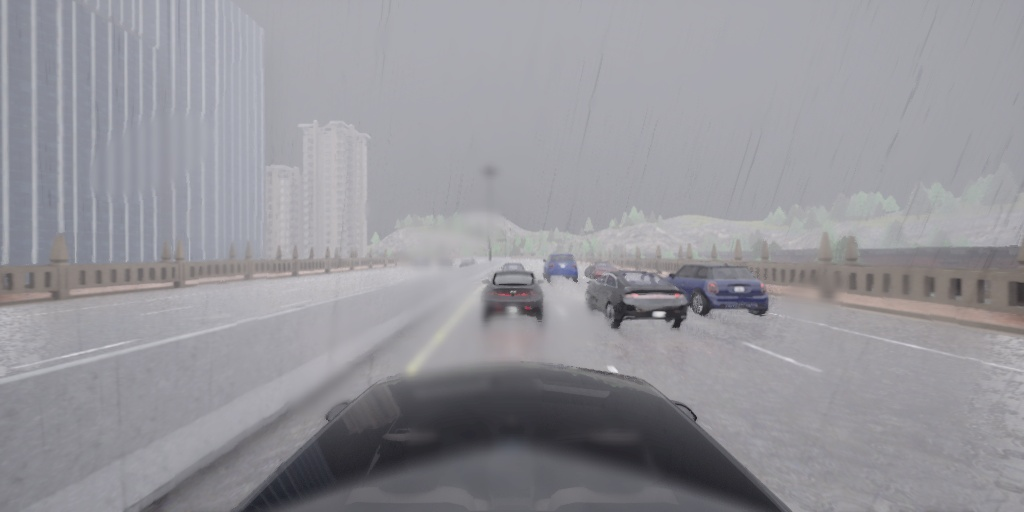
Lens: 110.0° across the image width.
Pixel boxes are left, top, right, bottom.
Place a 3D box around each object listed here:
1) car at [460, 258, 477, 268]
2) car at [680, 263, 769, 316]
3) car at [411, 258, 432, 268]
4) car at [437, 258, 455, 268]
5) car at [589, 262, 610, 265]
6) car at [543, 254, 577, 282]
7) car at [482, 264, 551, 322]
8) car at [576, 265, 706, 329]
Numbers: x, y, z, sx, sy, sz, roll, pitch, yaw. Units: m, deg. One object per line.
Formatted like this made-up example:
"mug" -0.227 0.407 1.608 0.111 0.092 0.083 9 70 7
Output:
"car" -6.315 1.009 53.150 1.812 1.442 4.674 0 0 2
"car" 7.072 1.042 13.253 2.097 1.767 4.553 0 0 0
"car" -13.311 1.008 53.283 1.812 1.442 4.674 0 0 2
"car" -9.811 1.046 53.351 1.994 1.385 4.181 0 0 2
"car" 7.192 1.172 29.230 1.994 1.385 4.181 0 0 1
"car" 3.645 0.841 27.406 2.150 2.045 5.566 0 1 1
"car" 0.063 1.202 11.986 1.837 1.490 4.892 0 0 0
"car" 3.556 1.192 11.052 2.128 1.511 4.902 0 0 0
